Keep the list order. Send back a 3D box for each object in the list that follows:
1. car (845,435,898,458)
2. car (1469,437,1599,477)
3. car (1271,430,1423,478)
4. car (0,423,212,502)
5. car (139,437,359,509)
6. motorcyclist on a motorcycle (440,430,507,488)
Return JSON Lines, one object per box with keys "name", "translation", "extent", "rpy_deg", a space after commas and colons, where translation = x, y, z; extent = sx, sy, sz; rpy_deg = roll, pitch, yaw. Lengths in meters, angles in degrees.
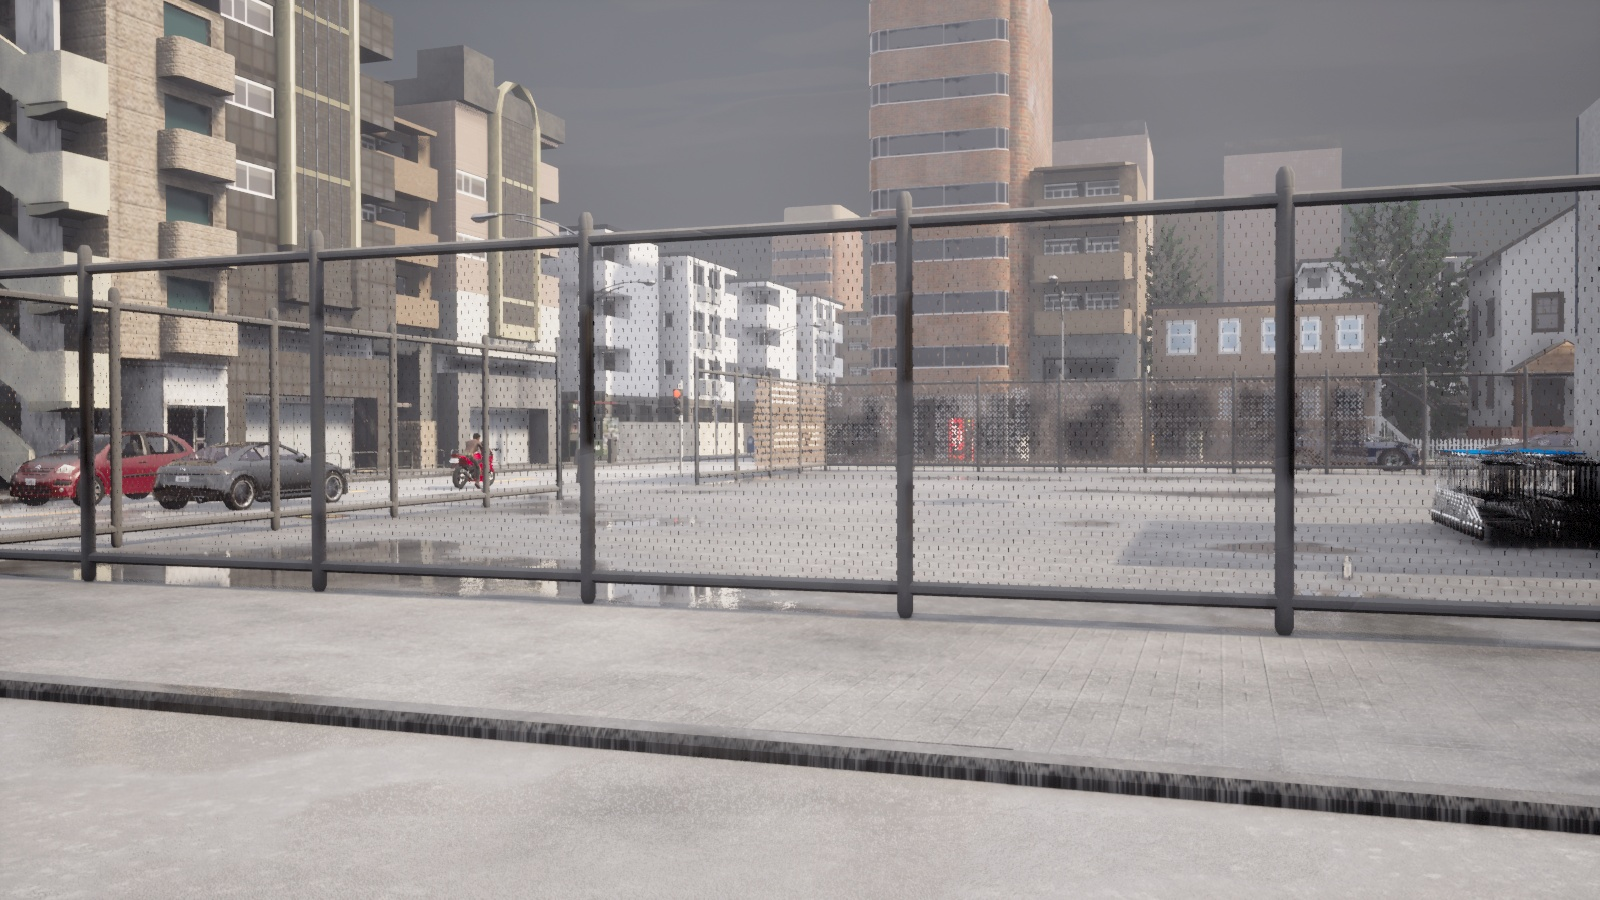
{"name": "car", "translation": [4.264, -0.240, 73.897], "extent": [1.895, 1.301, 4.718], "rpy_deg": [1, 1, 19]}
{"name": "car", "translation": [27.883, 0.236, 46.375], "extent": [5.357, 1.411, 2.033], "rpy_deg": [1, 1, 19]}
{"name": "car", "translation": [19.504, 0.109, 44.994], "extent": [4.856, 1.649, 2.033], "rpy_deg": [1, 1, 20]}
{"name": "car", "translation": [-15.348, 0.220, 27.950], "extent": [1.851, 1.617, 3.988], "rpy_deg": [1, 1, 18]}
{"name": "car", "translation": [-11.558, 0.420, 26.662], "extent": [1.994, 1.385, 4.181], "rpy_deg": [1, 1, 18]}
{"name": "motorcyclist on a motorcycle", "translation": [-8.945, 0.223, 34.468], "extent": [0.797, 1.523, 2.044], "rpy_deg": [1, 1, 19]}
